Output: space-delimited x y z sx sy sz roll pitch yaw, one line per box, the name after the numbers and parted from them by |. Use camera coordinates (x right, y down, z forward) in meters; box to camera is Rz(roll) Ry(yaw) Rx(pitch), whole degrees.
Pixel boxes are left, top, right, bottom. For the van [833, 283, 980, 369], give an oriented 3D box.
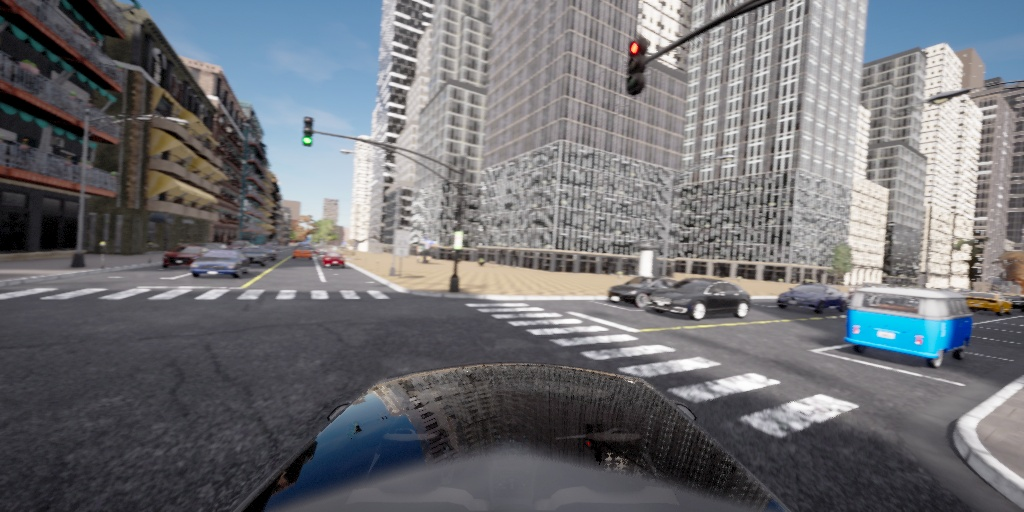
10.508 1.753 9.504 3.998 1.789 1.690 0 0 -30 | van

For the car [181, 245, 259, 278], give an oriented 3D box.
-15.201 0.316 19.000 2.033 1.411 5.357 4 0 -29 | car

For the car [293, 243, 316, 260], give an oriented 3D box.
-26.223 -0.497 45.040 2.097 1.767 4.553 4 0 -29 | car

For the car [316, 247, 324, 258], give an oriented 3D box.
-26.829 -0.316 51.205 2.007 1.370 4.403 0 0 -29 | car

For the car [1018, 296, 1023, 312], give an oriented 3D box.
43.800 4.102 31.498 4.718 1.301 1.895 4 1 -30 | car

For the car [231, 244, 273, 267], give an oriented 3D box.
-20.131 0.045 27.735 1.994 1.385 4.181 4 0 -30 | car

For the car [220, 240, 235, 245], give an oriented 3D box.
-22.947 -0.259 27.377 1.967 1.591 4.097 0 0 -29 | car

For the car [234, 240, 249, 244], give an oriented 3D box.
-28.499 -0.705 37.212 2.192 1.841 5.009 0 0 -29 | car

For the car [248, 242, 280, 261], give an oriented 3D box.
-25.141 -0.318 36.635 2.128 1.511 4.902 4 0 -29 | car

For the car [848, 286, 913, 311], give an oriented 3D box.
25.138 2.870 24.438 4.718 1.301 1.895 4 1 -29 | car

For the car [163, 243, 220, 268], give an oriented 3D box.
-20.170 0.008 22.461 1.888 1.381 4.507 0 0 -29 | car

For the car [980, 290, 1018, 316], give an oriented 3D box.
34.608 3.390 26.215 5.008 1.535 1.882 4 1 -29 | car

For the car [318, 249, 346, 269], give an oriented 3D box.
-15.724 0.321 31.537 1.888 1.381 4.507 0 0 -29 | car

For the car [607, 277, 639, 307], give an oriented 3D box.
6.386 1.611 16.792 4.313 1.339 1.948 0 0 -30 | car

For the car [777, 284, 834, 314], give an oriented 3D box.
16.378 2.237 19.460 4.674 1.442 1.812 4 1 -30 | car

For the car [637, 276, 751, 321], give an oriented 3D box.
7.636 1.661 14.489 4.892 1.490 1.837 4 1 -30 | car
